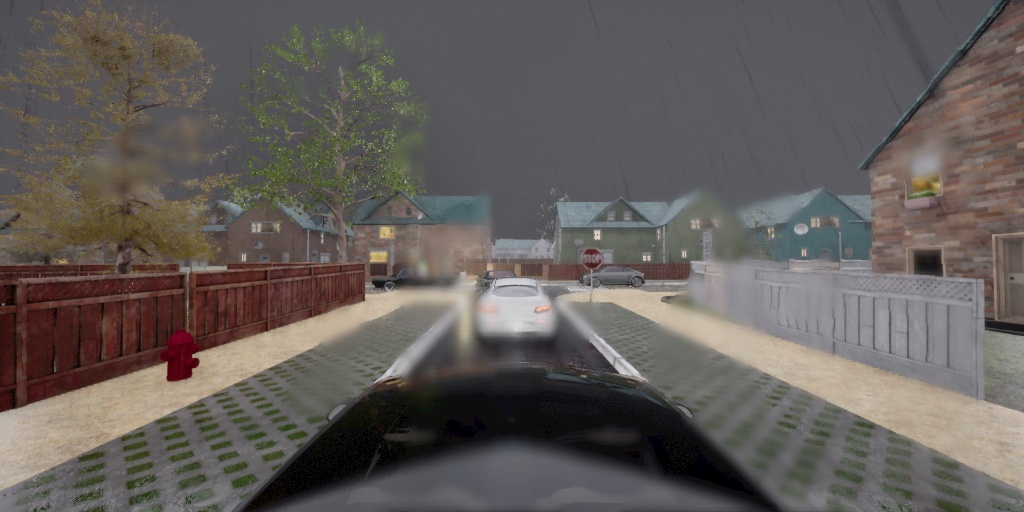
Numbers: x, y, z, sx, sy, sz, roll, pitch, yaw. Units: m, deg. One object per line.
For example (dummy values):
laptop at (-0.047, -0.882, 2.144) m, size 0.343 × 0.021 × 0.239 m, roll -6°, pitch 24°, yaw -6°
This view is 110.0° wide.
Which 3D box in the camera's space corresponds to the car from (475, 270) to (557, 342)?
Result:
car at (0.103, 1.280, 9.699) m, size 1.812 × 1.442 × 4.674 m, roll 0°, pitch 0°, yaw 0°

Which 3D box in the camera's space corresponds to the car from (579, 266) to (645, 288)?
car at (6.539, 1.345, 23.693) m, size 4.181 × 1.385 × 1.994 m, roll 0°, pitch -1°, yaw 1°

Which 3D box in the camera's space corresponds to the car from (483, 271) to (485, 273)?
car at (-0.756, 1.367, 18.517) m, size 1.895 × 1.301 × 4.718 m, roll 0°, pitch -1°, yaw -12°

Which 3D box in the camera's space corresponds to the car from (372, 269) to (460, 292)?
car at (-5.482, 1.417, 20.902) m, size 4.718 × 1.301 × 1.895 m, roll -1°, pitch -1°, yaw 1°

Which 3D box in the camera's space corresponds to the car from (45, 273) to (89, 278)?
car at (-25.607, 1.633, 21.172) m, size 4.718 × 1.301 × 1.895 m, roll -1°, pitch -1°, yaw 1°

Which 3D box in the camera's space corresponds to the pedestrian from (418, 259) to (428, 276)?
pedestrian at (-6.700, 1.120, 26.788) m, size 0.375 × 1.860 × 0.375 m, roll 0°, pitch -1°, yaw 1°
